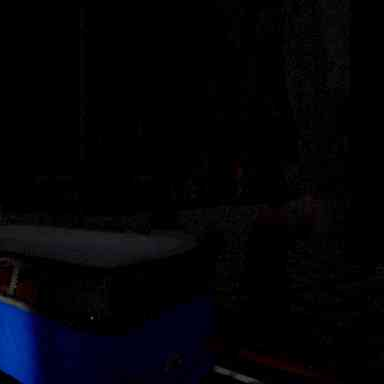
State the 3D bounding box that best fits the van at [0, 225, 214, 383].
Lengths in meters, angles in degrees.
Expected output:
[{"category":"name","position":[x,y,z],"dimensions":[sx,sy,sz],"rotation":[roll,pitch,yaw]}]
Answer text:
[{"category":"van","position":[-1.675,1.376,4.192],"dimensions":[3.998,1.788,1.690],"rotation":[-1,0,36]}]
